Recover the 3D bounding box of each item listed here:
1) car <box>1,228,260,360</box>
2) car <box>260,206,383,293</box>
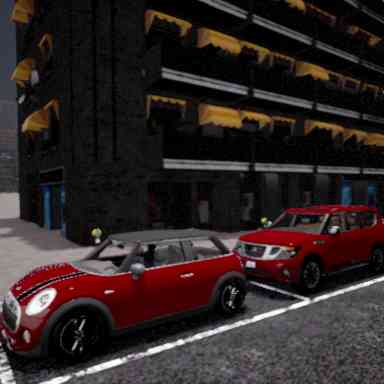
[{"bbox_3d":[-1.015,1.442,5.856,4.097,1.590,1.967,0,-1,-36],"label":"car"},{"bbox_3d":[3.384,1.320,9.001,5.009,1.841,2.192,0,-1,-36],"label":"car"}]
